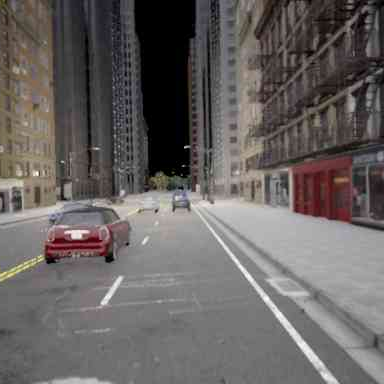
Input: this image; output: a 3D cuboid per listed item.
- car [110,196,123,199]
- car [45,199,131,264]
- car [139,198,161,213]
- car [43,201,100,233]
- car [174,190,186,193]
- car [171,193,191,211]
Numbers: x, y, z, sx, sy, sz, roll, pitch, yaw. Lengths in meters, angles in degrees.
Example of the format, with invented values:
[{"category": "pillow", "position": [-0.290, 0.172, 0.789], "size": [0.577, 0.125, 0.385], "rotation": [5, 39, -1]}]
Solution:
[{"category": "car", "position": [-11.571, 1.385, 51.103], "size": [1.994, 1.385, 4.181], "rotation": [-1, 1, -2]}, {"category": "car", "position": [-3.505, 1.319, 12.022], "size": [2.097, 1.767, 4.553], "rotation": [-1, 0, -2]}, {"category": "car", "position": [-4.325, 1.302, 33.934], "size": [1.812, 1.442, 4.674], "rotation": [-1, 1, -2]}, {"category": "car", "position": [-7.274, 1.453, 20.721], "size": [1.882, 1.535, 5.008], "rotation": [-1, 1, -2]}, {"category": "car", "position": [-1.640, 0.805, 46.750], "size": [2.150, 2.045, 5.566], "rotation": [-1, 1, -2]}, {"category": "car", "position": [-1.115, 1.178, 35.014], "size": [2.128, 1.511, 4.902], "rotation": [-1, 0, -2]}]
